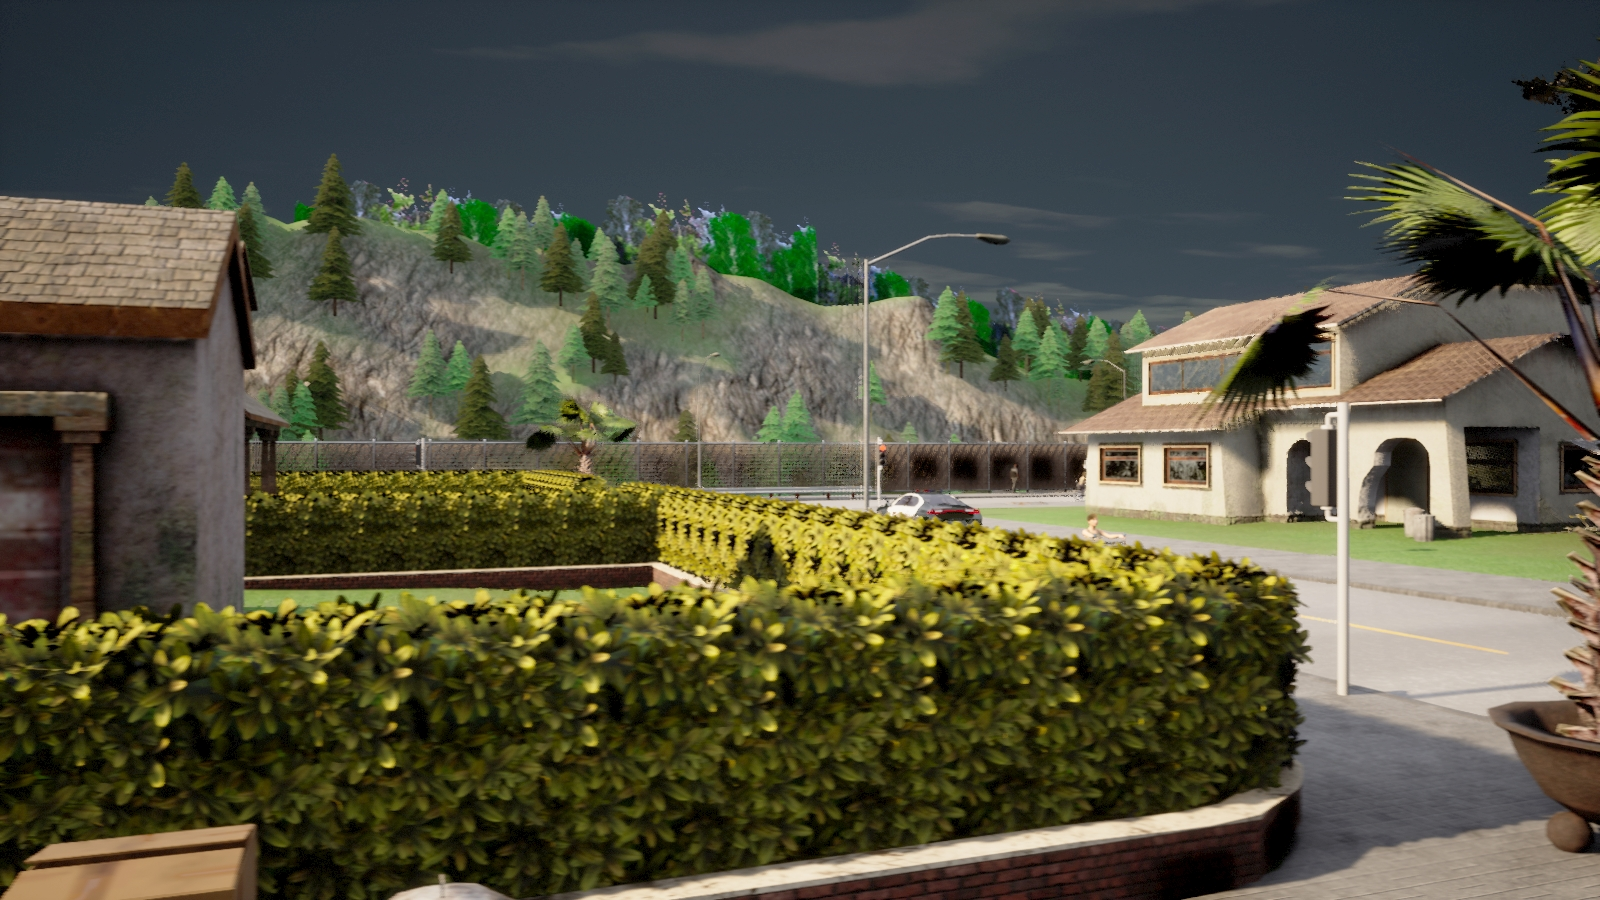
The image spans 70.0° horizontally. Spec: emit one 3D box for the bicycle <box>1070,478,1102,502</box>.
[{"bbox_3d":[15.562,2.158,62.191,1.487,1.276,0.859,0,0,-20],"label":"bicycle"}]

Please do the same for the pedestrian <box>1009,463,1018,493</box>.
[{"bbox_3d":[13.206,1.745,70.665,0.375,1.860,0.375,0,0,-28],"label":"pedestrian"}]

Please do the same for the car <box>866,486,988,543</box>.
[{"bbox_3d":[4.020,2.038,37.131,2.038,1.542,4.974,0,0,-18],"label":"car"}]
